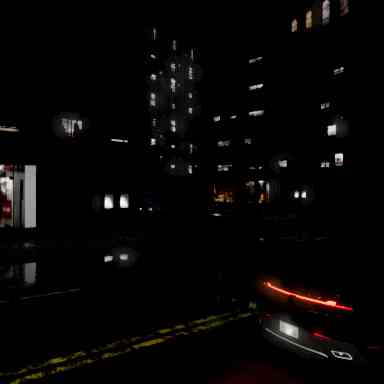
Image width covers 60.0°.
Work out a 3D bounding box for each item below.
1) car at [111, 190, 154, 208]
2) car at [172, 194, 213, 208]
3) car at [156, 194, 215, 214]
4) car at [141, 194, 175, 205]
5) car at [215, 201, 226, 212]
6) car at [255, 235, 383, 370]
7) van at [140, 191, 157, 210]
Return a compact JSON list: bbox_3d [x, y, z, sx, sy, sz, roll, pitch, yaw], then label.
[{"bbox_3d":[-6.625,0.753,36.977,4.553,1.767,2.097,1,1,37],"label":"car"},{"bbox_3d":[0.041,1.041,39.219,4.403,1.369,2.008,1,0,37],"label":"car"},{"bbox_3d":[-0.614,1.138,29.221,4.403,1.369,2.008,1,0,37],"label":"car"},{"bbox_3d":[-4.373,0.961,42.543,4.206,1.307,1.802,1,0,37],"label":"car"},{"bbox_3d":[0.846,1.066,31.346,5.008,1.535,1.882,1,1,37],"label":"car"},{"bbox_3d":[3.230,1.507,5.617,4.892,1.490,1.837,0,0,-35],"label":"car"},{"bbox_3d":[-5.021,0.817,32.546,3.998,1.788,1.690,1,0,37],"label":"van"}]
